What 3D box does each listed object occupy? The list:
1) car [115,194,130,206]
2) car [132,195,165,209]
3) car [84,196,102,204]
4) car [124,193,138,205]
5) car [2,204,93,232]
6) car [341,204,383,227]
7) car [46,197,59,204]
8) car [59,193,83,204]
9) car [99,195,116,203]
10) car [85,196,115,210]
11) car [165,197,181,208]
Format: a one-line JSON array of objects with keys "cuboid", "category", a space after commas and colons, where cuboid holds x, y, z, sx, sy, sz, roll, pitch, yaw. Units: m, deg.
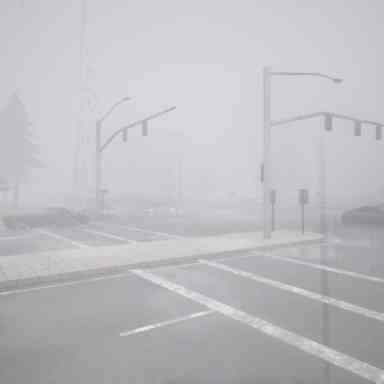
[{"cuboid": [-12.813, 1.503, 56.290, 1.837, 1.490, 4.892, 0, 0, -35], "category": "car"}, {"cuboid": [-6.237, 1.505, 46.899, 1.837, 1.490, 4.892, 0, 0, -35], "category": "car"}, {"cuboid": [-19.863, 1.519, 66.486, 2.128, 1.511, 4.902, 0, 0, -35], "category": "car"}, {"cuboid": [-10.579, 1.224, 59.207, 2.150, 2.045, 5.566, 0, 0, -35], "category": "car"}, {"cuboid": [-8.773, 1.601, 20.077, 4.718, 1.301, 1.895, 0, 0, -35], "category": "car"}, {"cuboid": [11.769, 1.564, 21.239, 1.994, 1.385, 4.181, 0, 0, -35], "category": "car"}, {"cuboid": [-26.827, 1.563, 64.224, 1.994, 1.385, 4.181, 0, 0, -35], "category": "car"}, {"cuboid": [-19.120, 1.225, 53.091, 2.150, 2.045, 5.566, 0, 0, -34], "category": "car"}, {"cuboid": [-17.661, 1.472, 69.441, 1.882, 1.535, 5.008, 0, 0, -35], "category": "car"}, {"cuboid": [-12.035, 1.505, 42.973, 1.837, 1.490, 4.892, 0, 0, -35], "category": "car"}, {"cuboid": [-3.455, 1.505, 49.028, 1.837, 1.490, 4.892, 0, 0, -35], "category": "car"}]
